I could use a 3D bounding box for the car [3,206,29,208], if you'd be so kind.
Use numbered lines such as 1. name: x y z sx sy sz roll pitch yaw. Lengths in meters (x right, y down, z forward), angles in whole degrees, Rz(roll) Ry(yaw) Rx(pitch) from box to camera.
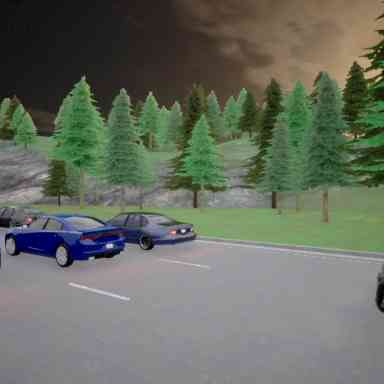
1. car: -10.605 1.547 20.066 5.357 1.411 2.033 0 0 35

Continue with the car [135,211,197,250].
1. car: -2.377 1.547 14.261 5.357 1.411 2.033 0 0 35

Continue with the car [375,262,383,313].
1. car: 5.574 1.223 4.327 5.566 2.045 2.150 0 0 35

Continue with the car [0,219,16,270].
1. car: -6.951 1.505 8.925 4.892 1.490 1.837 0 0 36

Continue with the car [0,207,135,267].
1. car: -4.499 1.478 11.474 5.008 1.535 1.882 0 0 36
